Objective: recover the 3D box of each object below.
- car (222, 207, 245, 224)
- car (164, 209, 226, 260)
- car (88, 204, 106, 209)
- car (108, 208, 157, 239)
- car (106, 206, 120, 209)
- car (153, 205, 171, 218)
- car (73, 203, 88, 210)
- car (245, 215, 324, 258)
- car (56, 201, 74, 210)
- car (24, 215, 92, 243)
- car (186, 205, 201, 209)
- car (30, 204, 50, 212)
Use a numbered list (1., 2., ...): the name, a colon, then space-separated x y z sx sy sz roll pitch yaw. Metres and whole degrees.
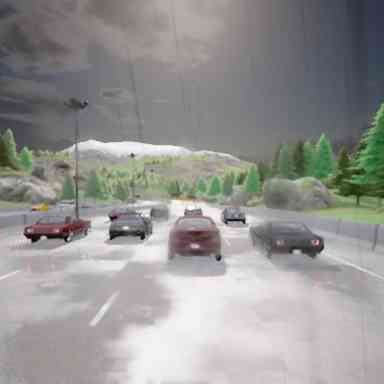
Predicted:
1. car: 3.624 2.073 29.668 2.033 1.411 5.357 0 -1 0
2. car: 0.106 1.671 13.371 1.882 1.535 5.008 0 -1 0
3. car: -17.461 3.003 62.975 1.882 1.535 5.008 0 -2 0
4. car: -3.386 1.861 19.080 1.994 1.385 4.181 0 -1 0
5. car: -6.874 2.210 33.225 1.895 1.301 4.718 0 -1 0
6. car: -3.371 2.150 35.691 1.882 1.535 5.008 0 -2 0
7. car: -20.946 3.184 64.699 1.895 1.301 4.718 0 -2 0
8. car: 3.607 1.799 13.608 1.895 1.301 4.718 0 -1 0
9. car: -24.445 2.807 64.687 2.150 2.045 5.566 0 -2 0
10. car: -6.887 1.870 17.697 1.895 1.301 4.718 0 -1 0
11. car: 0.127 2.131 34.399 2.128 1.511 4.902 0 -1 0
12. car: -27.952 2.944 61.432 1.882 1.535 5.008 0 -2 0
